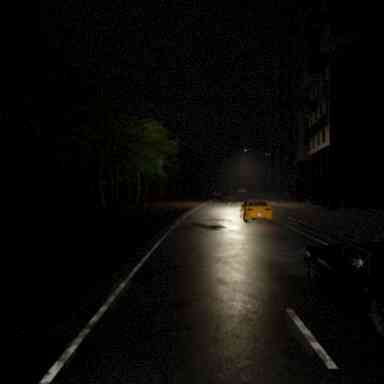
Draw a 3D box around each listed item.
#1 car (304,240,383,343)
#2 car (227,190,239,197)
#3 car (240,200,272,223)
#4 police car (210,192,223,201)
[{"bbox_3d":[3.710,1.570,6.275,1.895,1.301,4.718,0,0,1],"label":"car"},{"bbox_3d":[9.366,0.379,78.705,1.837,1.490,4.892,0,1,14],"label":"car"},{"bbox_3d":[4.600,1.309,24.209,1.882,1.535,5.008,0,1,4],"label":"car"},{"bbox_3d":[4.565,0.741,61.456,1.930,1.638,5.238,0,1,11],"label":"police car"}]
